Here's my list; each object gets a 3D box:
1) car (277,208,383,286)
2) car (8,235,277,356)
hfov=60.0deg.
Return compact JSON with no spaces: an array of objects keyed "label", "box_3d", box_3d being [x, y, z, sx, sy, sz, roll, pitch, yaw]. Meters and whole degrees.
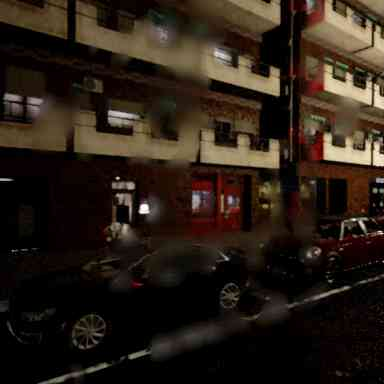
[{"label":"car","box_3d":[3.726,1.377,9.186,4.097,1.590,1.967,-1,1,-35]},{"label":"car","box_3d":[-0.794,1.530,5.971,4.403,1.369,2.008,-1,1,-35]}]
